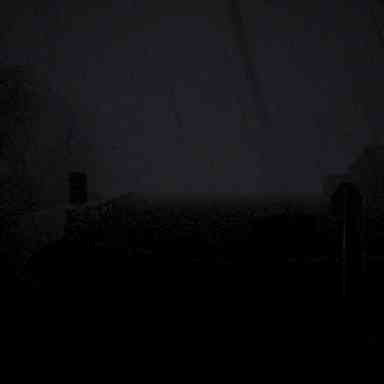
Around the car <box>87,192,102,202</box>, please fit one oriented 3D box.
[{"bbox_3d":[-15.060,0.737,50.884,1.994,1.385,4.181,0,1,-7],"label":"car"}]
